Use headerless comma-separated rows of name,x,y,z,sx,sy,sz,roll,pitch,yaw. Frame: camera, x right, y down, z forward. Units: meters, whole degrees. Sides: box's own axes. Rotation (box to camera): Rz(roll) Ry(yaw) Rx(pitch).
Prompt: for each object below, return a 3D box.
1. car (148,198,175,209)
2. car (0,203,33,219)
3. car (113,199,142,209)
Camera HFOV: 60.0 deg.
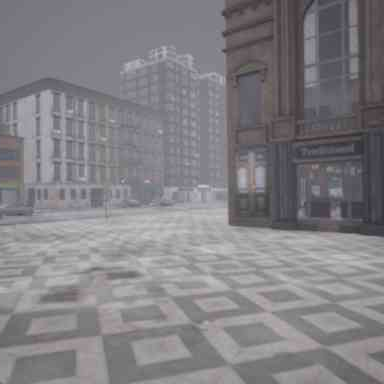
car,-4.537,1.658,49.973,2.128,1.511,4.902,-1,-1,36
car,-17.502,1.776,31.808,1.994,1.385,4.181,-1,0,35
car,-9.375,1.749,48.802,1.812,1.442,4.674,-1,-1,36
